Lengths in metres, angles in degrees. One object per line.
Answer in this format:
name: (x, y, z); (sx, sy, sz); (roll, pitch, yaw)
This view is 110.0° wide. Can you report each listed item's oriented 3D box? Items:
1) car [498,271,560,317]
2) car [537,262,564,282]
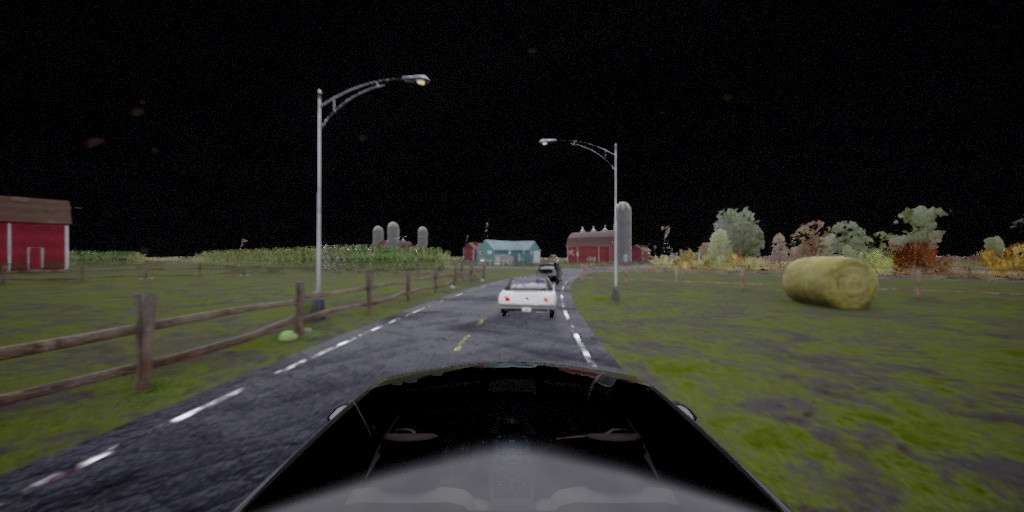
car: (0.708, 1.421, 13.549); (1.895, 1.301, 4.718); (0, 0, 6)
car: (3.017, 1.426, 28.857); (1.837, 1.490, 4.892); (0, 0, 12)
